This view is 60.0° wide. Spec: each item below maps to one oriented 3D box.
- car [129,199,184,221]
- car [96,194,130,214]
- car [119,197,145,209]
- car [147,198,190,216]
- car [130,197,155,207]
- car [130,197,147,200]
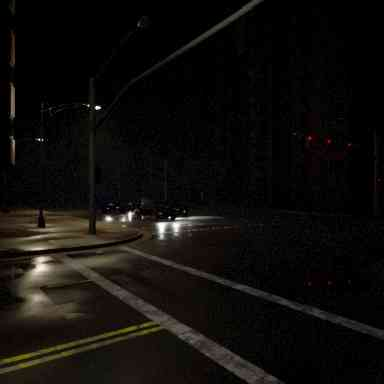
[{"bbox_3d":[-3.061,1.547,27.453,2.033,1.411,5.357,0,0,-31],"label":"car"},{"bbox_3d":[-9.096,1.221,35.652,2.150,2.045,5.566,0,0,-36],"label":"car"},{"bbox_3d":[-8.551,1.526,47.062,1.812,1.442,4.674,0,0,-36],"label":"car"},{"bbox_3d":[-2.126,1.505,32.024,1.837,1.490,4.892,0,0,-36],"label":"car"},{"bbox_3d":[-7.852,1.526,52.055,1.812,1.442,4.674,0,0,-37],"label":"car"},{"bbox_3d":[-7.532,1.352,39.453,2.097,1.767,4.553,0,0,-37],"label":"car"}]
